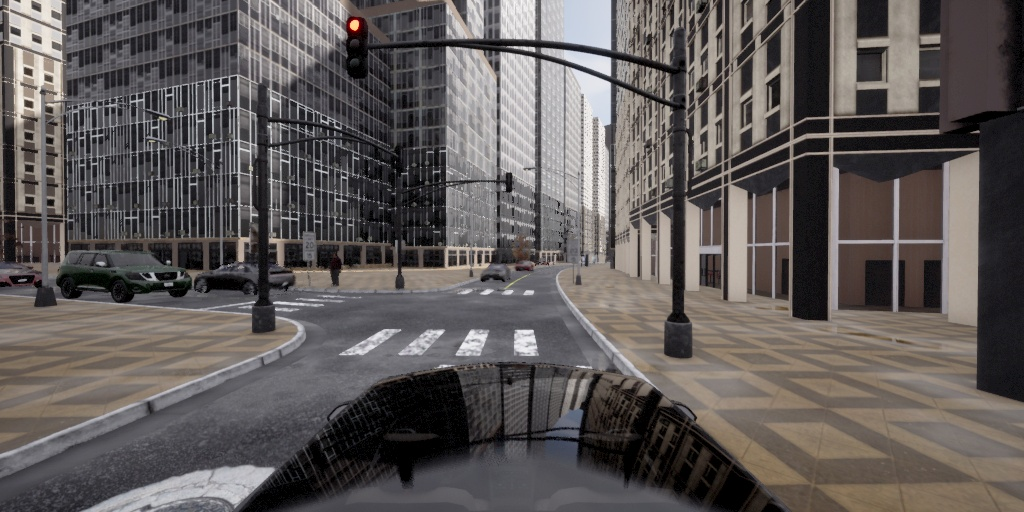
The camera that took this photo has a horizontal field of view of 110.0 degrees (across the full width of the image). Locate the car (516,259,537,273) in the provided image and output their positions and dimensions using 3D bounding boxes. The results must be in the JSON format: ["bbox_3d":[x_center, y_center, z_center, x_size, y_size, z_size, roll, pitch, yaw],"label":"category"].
[{"bbox_3d":[1.624,1.339,46.322,1.882,1.535,5.008,0,-1,11],"label":"car"}]

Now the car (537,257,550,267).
[{"bbox_3d":[5.194,0.958,61.779,2.097,1.767,4.553,0,0,15],"label":"car"}]

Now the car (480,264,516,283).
[{"bbox_3d":[-1.172,1.332,28.548,2.033,1.411,5.357,0,0,7],"label":"car"}]

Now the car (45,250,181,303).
[{"bbox_3d":[-16.617,0.770,15.376,5.566,2.045,2.150,1,1,17],"label":"car"}]

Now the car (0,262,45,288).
[{"bbox_3d":[-25.803,0.981,18.032,4.181,1.385,1.994,1,1,16],"label":"car"}]

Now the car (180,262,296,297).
[{"bbox_3d":[-12.881,1.056,17.291,4.902,1.511,2.128,1,1,15],"label":"car"}]

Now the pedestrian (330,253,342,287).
[{"bbox_3d":[-9.580,0.716,19.439,0.375,1.860,0.375,0,0,16],"label":"pedestrian"}]
